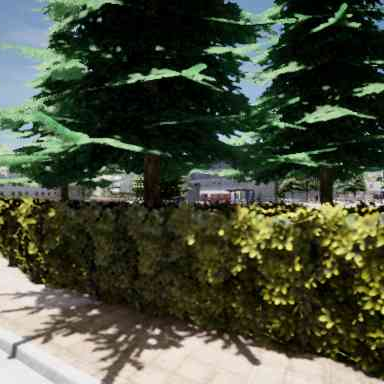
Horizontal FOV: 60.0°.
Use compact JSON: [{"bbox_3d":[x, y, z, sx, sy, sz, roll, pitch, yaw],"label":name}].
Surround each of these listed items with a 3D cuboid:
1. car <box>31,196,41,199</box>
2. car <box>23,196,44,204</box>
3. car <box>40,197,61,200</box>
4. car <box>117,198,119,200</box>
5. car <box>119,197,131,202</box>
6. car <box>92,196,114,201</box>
[{"bbox_3d":[-32.869,2.043,73.020,4.514,1.523,2.007,0,-1,-37],"label":"car"},{"bbox_3d":[-39.723,1.962,83.447,4.605,1.855,1.932,0,-1,-37],"label":"car"},{"bbox_3d":[-26.947,1.968,64.971,3.633,1.501,1.845,0,-1,-37],"label":"car"},{"bbox_3d":[-16.268,1.777,81.014,3.866,1.878,1.905,0,-1,-37],"label":"car"},{"bbox_3d":[-10.973,1.910,61.892,3.806,1.475,1.970,0,-1,-37],"label":"car"},{"bbox_3d":[-23.893,1.977,91.287,5.027,1.636,2.152,0,-1,-37],"label":"car"}]
